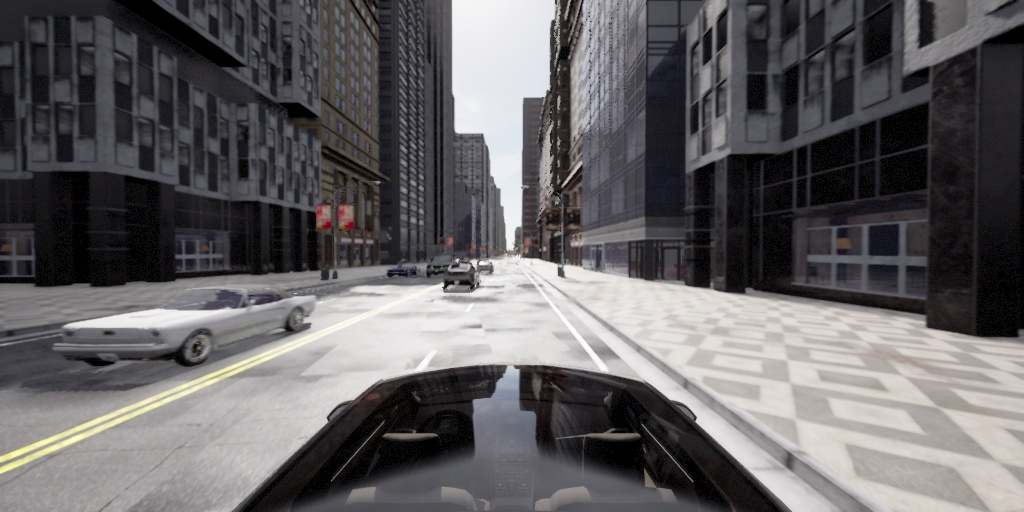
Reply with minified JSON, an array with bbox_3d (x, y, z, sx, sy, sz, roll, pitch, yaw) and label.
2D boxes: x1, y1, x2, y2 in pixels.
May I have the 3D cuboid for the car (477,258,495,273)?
[{"bbox_3d":[-3.137,1.291,43.006,2.033,1.411,5.357,0,0,0],"label":"car"}]

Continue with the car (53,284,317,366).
[{"bbox_3d":[-6.557,1.339,8.051,1.895,1.301,4.718,0,0,1],"label":"car"}]

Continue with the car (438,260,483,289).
[{"bbox_3d":[-3.144,1.232,22.863,1.837,1.490,4.892,0,1,0],"label":"car"}]

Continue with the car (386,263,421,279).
[{"bbox_3d":[-9.835,1.330,32.708,1.895,1.301,4.718,0,0,0],"label":"car"}]

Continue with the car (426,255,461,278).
[{"bbox_3d":[-6.582,0.951,34.108,2.150,2.045,5.566,0,0,0],"label":"car"}]
